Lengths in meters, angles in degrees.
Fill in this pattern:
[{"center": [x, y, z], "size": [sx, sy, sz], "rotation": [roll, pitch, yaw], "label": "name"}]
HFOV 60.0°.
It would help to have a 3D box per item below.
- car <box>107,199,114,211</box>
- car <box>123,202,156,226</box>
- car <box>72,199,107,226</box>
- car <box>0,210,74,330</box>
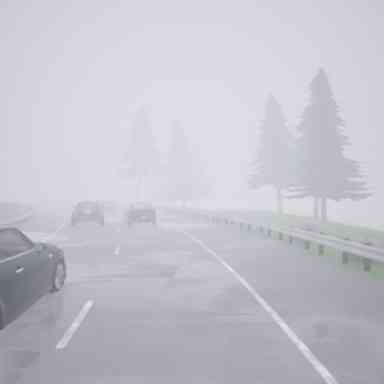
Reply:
[{"center": [-10.906, 1.557, 40.544], "size": [2.163, 1.488, 4.792], "rotation": [0, 0, -29], "label": "car"}, {"center": [-3.817, 1.496, 23.955], "size": [1.882, 1.535, 5.008], "rotation": [0, 0, -16], "label": "car"}, {"center": [-7.549, 1.389, 24.055], "size": [2.097, 1.767, 4.553], "rotation": [0, 0, -17], "label": "car"}, {"center": [-3.897, 1.371, 5.995], "size": [2.097, 1.767, 4.553], "rotation": [0, 0, -4], "label": "car"}]
